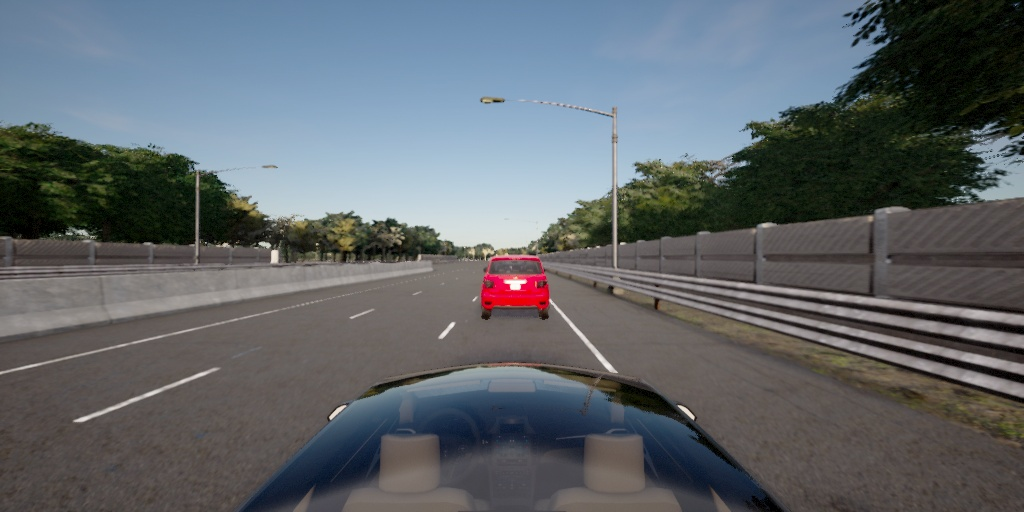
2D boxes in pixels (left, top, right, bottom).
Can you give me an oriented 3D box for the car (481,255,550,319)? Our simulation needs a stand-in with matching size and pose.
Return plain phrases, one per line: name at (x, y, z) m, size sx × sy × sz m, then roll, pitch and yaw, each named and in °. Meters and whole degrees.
car at (0.099, 0.999, 13.134) m, size 2.150 × 2.045 × 5.566 m, roll 0°, pitch 0°, yaw 0°
